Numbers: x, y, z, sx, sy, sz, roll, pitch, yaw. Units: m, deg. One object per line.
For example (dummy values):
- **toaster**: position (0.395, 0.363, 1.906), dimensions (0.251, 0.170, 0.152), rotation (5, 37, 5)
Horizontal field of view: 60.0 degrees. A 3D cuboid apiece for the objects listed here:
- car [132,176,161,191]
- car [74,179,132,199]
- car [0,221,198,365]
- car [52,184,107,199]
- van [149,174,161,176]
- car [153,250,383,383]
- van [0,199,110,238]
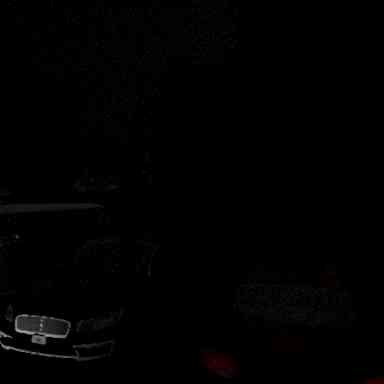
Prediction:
- **car**: position (-5.382, -0.933, 42.743), dimensions (4.892, 1.521, 2.231), rotation (1, 6, 9)
- **car**: position (-9.699, -0.329, 34.805), dimensions (5.566, 2.045, 2.435), rotation (1, 6, 9)
- **car**: position (-1.164, 1.485, 6.235), dimensions (2.231, 1.521, 4.892), rotation (1, -1, 15)
- **car**: position (-11.166, 0.246, 32.197), dimensions (4.674, 1.452, 2.002), rotation (1, 6, 9)
- **van**: position (-4.044, -1.443, 45.365), dimensions (4.442, 1.987, 1.878), rotation (1, 6, 9)
- **car**: position (1.299, 1.522, 4.491), dimensions (2.002, 1.452, 4.674), rotation (0, -1, 15)
- **van**: position (-3.675, 1.259, 7.840), dimensions (1.878, 1.987, 4.442), rotation (1, -1, 14)
